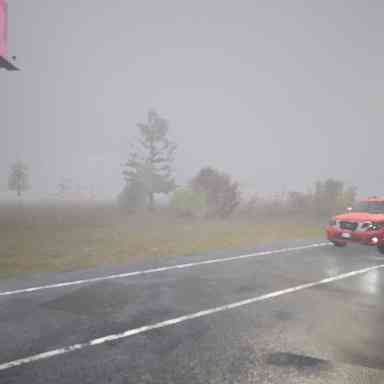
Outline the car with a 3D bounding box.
[{"bbox_3d":[7.971,1.224,13.637,5.566,2.045,2.150,0,0,-33],"label":"car"}]
